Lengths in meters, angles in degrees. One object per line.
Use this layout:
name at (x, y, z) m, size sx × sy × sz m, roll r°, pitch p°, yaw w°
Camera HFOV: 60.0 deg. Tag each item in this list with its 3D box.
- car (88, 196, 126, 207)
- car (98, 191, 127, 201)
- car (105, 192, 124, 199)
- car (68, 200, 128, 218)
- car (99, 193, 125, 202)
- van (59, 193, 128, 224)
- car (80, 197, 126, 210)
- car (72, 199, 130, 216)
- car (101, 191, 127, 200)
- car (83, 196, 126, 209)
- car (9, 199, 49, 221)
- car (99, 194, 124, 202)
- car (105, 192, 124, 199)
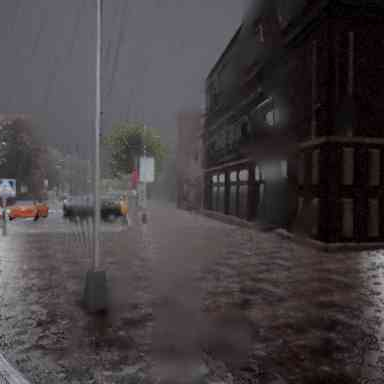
car at (-12.513, 1.415, 48.893) m, size 4.892 × 1.521 × 2.231 m, roll 1°, pitch 1°, yaw -32°
car at (-17.304, 0.918, 72.394) m, size 5.566 × 2.045 × 2.435 m, roll 2°, pitch 1°, yaw -32°
car at (-20.295, 0.917, 87.125) m, size 4.553 × 1.767 × 2.185 m, roll 1°, pitch 0°, yaw -31°
car at (-8.833, 1.569, 31.253) m, size 5.008 × 1.535 × 2.097 m, roll 2°, pitch 0°, yaw -32°
car at (-16.082, 1.101, 66.547) m, size 4.553 × 1.767 × 2.185 m, roll 1°, pitch 1°, yaw -31°
van at (-7.482, 1.333, 25.459) m, size 4.442 × 1.987 × 1.878 m, roll 2°, pitch -1°, yaw -32°
car at (-11.464, 1.472, 42.915) m, size 5.366 × 1.575 × 1.946 m, roll 1°, pitch 1°, yaw -32°
car at (-9.311, 1.569, 34.288) m, size 5.366 × 1.575 × 1.946 m, roll 1°, pitch 0°, yaw -32°
car at (-19.097, 0.839, 81.230) m, size 5.566 × 2.045 × 2.435 m, roll 1°, pitch 0°, yaw -31°
car at (-12.072, 1.439, 45.855) m, size 5.366 × 1.575 × 1.946 m, roll 1°, pitch 1°, yaw -32°
car at (-13.411, 1.368, 27.642) m, size 2.097 × 1.767 × 4.553 m, roll 1°, pitch 0°, yaw -12°
car at (-16.713, 1.237, 69.478) m, size 4.674 × 1.452 × 2.002 m, roll 1°, pitch 0°, yaw -31°
car at (-20.889, 0.894, 90.067) m, size 4.553 × 1.767 × 2.185 m, roll 1°, pitch 0°, yaw -31°
